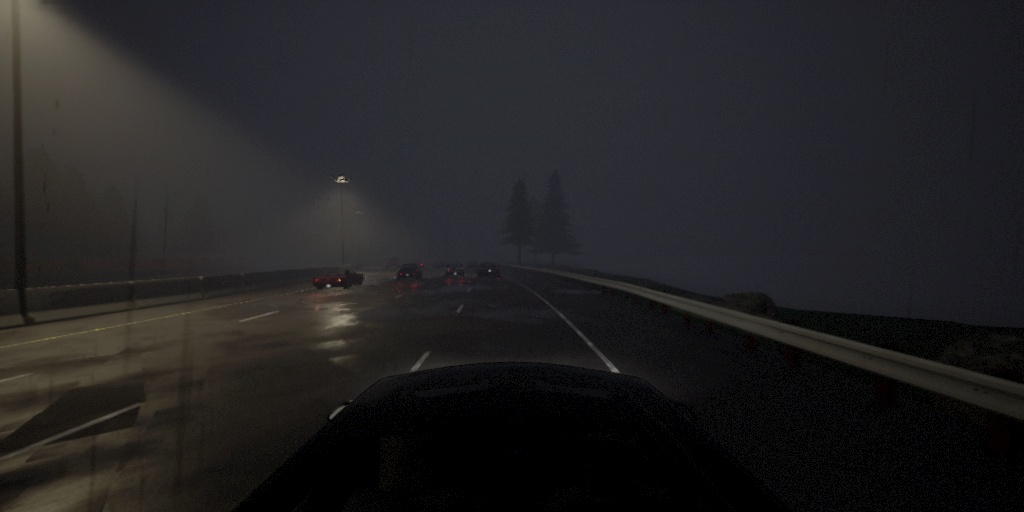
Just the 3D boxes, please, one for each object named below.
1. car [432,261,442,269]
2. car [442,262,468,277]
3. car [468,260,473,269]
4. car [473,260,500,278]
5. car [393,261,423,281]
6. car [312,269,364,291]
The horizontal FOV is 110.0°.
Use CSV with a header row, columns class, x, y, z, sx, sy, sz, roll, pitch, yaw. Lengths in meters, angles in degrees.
class,x,y,z,sx,sy,sz,roll,pitch,yaw
car,-12.432,1.455,61.370,1.895,1.301,4.718,-1,0,-20
car,-5.901,1.388,36.566,1.895,1.301,4.718,-1,0,-12
car,-6.446,1.357,58.681,1.895,1.301,4.718,-1,0,-9
car,-2.359,1.294,34.270,1.994,1.385,4.181,-1,0,-10
car,-9.020,1.376,31.816,1.812,1.442,4.674,-1,0,-10
car,-11.361,1.507,23.857,1.895,1.301,4.718,-1,0,-7
